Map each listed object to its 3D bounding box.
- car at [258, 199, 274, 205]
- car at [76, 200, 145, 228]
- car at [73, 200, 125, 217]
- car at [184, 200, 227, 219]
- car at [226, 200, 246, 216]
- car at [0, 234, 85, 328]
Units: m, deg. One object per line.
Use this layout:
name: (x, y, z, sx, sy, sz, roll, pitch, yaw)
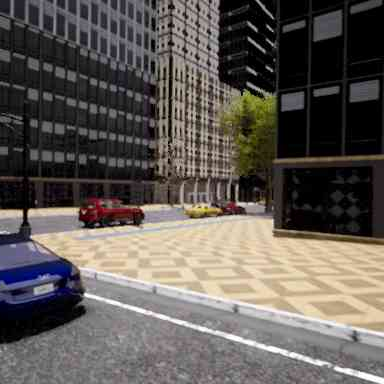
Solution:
car: (14.373, 1.892, 64.570, 1.752, 1.417, 4.829, 1, 0, 36)
car: (-5.593, 1.460, 23.455, 2.192, 1.841, 5.009, 1, 0, 36)
car: (-9.085, 1.554, 32.832, 1.752, 1.417, 4.829, 1, 0, 36)
car: (1.209, 1.771, 32.663, 1.752, 1.417, 4.829, 1, 0, 36)
car: (4.460, 1.876, 37.062, 1.802, 1.307, 4.206, 1, 0, 36)
car: (-4.037, 1.535, 6.565, 4.181, 1.385, 1.994, 0, 0, 36)
